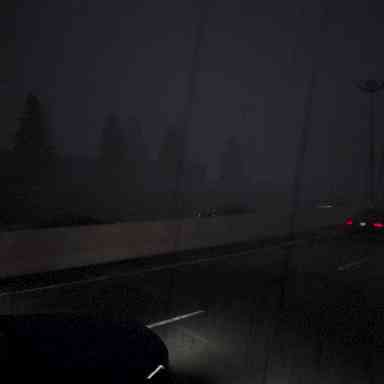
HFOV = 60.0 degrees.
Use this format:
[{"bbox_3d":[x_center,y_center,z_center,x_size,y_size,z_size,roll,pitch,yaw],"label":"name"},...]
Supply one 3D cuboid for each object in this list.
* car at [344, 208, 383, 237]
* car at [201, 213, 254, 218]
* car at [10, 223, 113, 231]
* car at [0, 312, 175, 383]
[{"bbox_3d":[9.494,1.503,16.891,2.033,1.411,5.357,0,0,44],"label":"car"},{"bbox_3d":[2.770,1.529,25.379,2.033,1.411,5.357,0,0,44],"label":"car"},{"bbox_3d":[-5.195,1.583,13.488,4.181,1.385,1.994,0,0,-39],"label":"car"},{"bbox_3d":[-2.322,1.536,2.240,4.674,1.442,1.812,0,0,-35],"label":"car"}]
